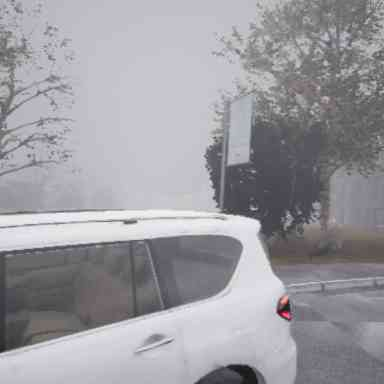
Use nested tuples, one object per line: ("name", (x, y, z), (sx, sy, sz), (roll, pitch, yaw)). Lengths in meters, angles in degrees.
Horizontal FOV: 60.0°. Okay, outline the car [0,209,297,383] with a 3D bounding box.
("car", (-1.656, 1.199, 2.391), (5.566, 2.045, 2.150), (0, 0, -34))
